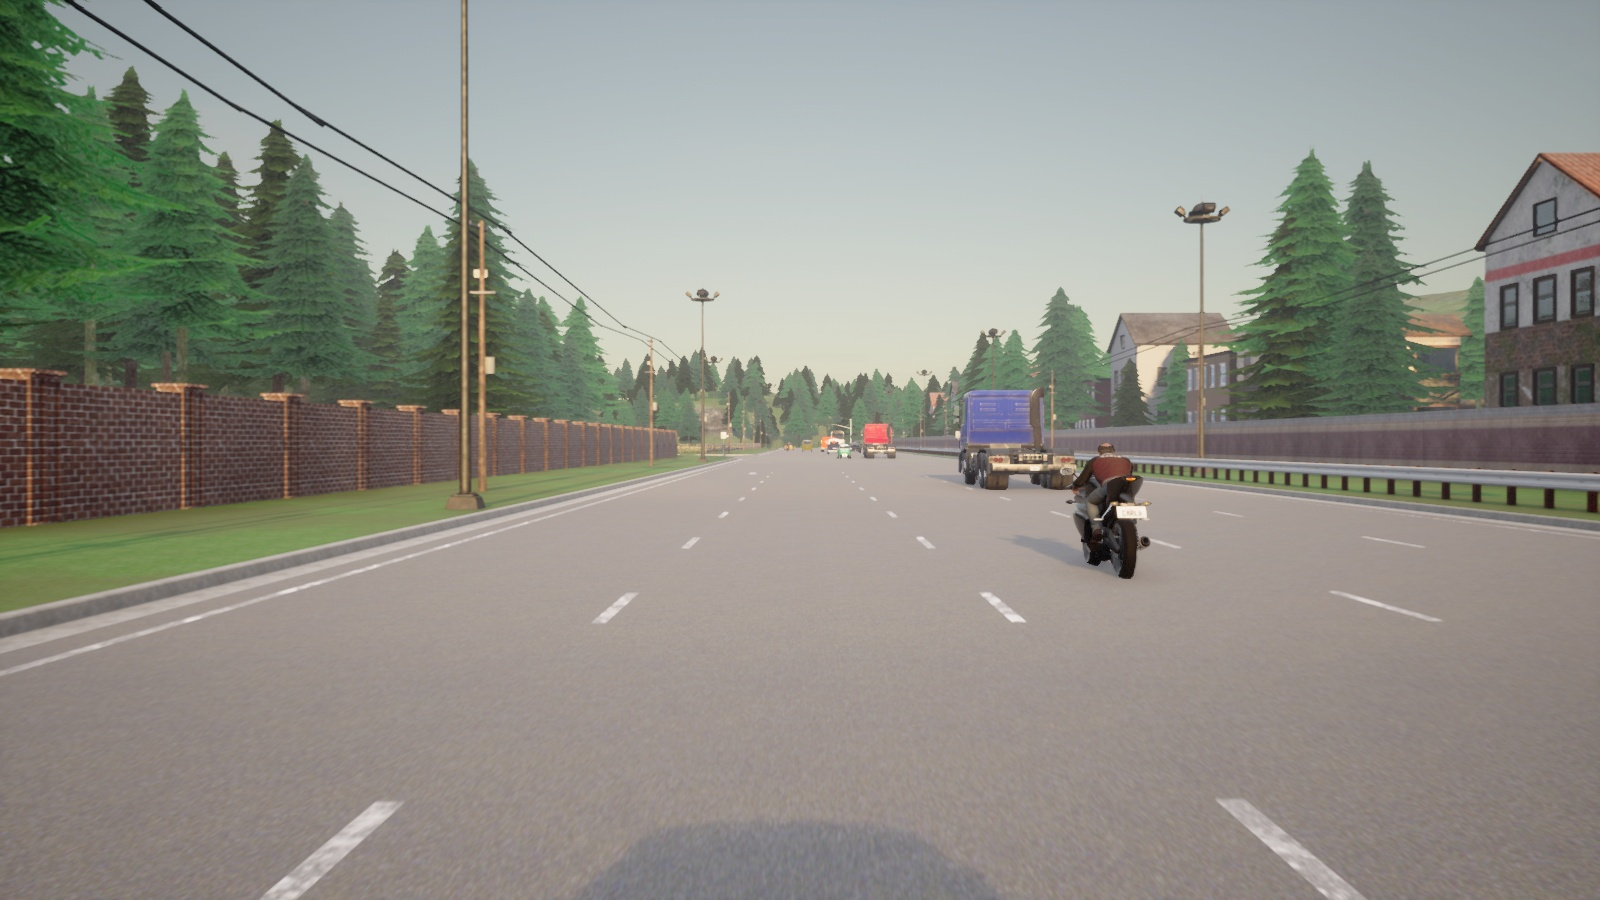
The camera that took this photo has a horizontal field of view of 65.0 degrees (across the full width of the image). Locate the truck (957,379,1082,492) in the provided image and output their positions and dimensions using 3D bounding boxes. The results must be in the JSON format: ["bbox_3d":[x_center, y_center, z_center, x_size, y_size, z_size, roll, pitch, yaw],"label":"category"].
[{"bbox_3d":[7.260,-0.470,42.692,2.891,3.462,7.936,0,0,0],"label":"truck"}]

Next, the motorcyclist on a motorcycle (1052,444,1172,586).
[{"bbox_3d":[3.600,0.702,14.701,0.866,1.530,2.191,0,0,0],"label":"motorcyclist on a motorcycle"}]
